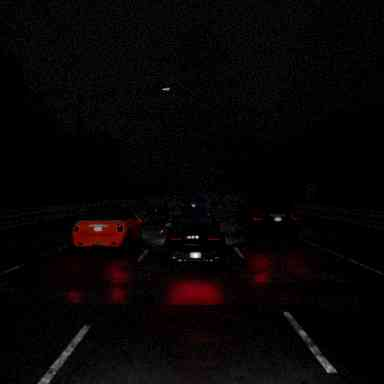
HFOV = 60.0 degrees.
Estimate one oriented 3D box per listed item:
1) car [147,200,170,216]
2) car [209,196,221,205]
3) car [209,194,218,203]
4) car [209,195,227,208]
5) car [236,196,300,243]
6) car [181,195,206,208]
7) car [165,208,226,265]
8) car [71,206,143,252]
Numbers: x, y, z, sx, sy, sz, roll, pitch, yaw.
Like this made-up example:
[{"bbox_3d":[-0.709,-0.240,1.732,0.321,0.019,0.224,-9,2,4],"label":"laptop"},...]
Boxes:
[{"bbox_3d":[-3.314,1.548,33.359,1.882,1.535,5.008,0,0,1],"label":"car"},{"bbox_3d":[4.404,1.584,63.844,2.097,1.767,4.553,0,0,3],"label":"car"},{"bbox_3d":[5.219,1.624,79.766,2.150,2.045,5.566,0,-1,3],"label":"car"},{"bbox_3d":[3.966,1.498,51.955,2.097,1.767,4.553,0,0,2],"label":"car"},{"bbox_3d":[3.498,1.199,16.194,2.150,2.045,5.566,0,0,0],"label":"car"},{"bbox_3d":[0.157,1.284,31.123,2.150,2.045,5.566,0,0,1],"label":"car"},{"bbox_3d":[0.099,1.514,11.683,1.837,1.490,4.892,0,0,0],"label":"car"},{"bbox_3d":[-3.401,1.365,14.160,2.097,1.767,4.553,0,0,0],"label":"car"}]
